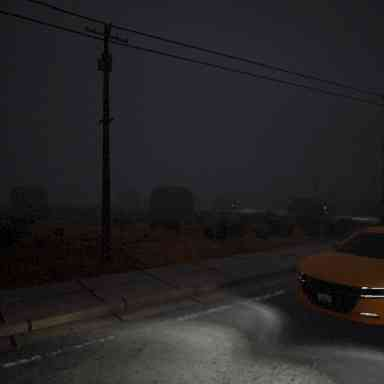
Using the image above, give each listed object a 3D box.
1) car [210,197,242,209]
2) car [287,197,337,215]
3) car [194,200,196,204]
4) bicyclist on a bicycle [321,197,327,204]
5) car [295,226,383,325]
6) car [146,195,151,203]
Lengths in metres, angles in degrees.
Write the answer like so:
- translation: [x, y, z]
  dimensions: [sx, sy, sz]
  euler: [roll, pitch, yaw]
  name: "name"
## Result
- translation: [4.243, 1.467, 41.919]
  dimensions: [1.837, 1.490, 4.892]
  euler: [0, 1, -33]
  name: "car"
- translation: [11.180, 1.317, 31.052]
  dimensions: [2.097, 1.767, 4.553]
  euler: [0, 0, -33]
  name: "car"
- translation: [-1.307, 1.566, 57.388]
  dimensions: [1.895, 1.301, 4.718]
  euler: [0, 0, -32]
  name: "car"
- translation: [15.083, 1.423, 38.128]
  dimensions: [1.656, 1.620, 0.582]
  euler: [0, 0, -33]
  name: "bicyclist on a bicycle"
- translation: [4.252, 1.477, 6.929]
  dimensions: [5.008, 1.535, 1.882]
  euler: [0, 0, -35]
  name: "car"
- translation: [-6.425, 1.315, 58.798]
  dimensions: [2.097, 1.767, 4.553]
  euler: [0, 0, -32]
  name: "car"
